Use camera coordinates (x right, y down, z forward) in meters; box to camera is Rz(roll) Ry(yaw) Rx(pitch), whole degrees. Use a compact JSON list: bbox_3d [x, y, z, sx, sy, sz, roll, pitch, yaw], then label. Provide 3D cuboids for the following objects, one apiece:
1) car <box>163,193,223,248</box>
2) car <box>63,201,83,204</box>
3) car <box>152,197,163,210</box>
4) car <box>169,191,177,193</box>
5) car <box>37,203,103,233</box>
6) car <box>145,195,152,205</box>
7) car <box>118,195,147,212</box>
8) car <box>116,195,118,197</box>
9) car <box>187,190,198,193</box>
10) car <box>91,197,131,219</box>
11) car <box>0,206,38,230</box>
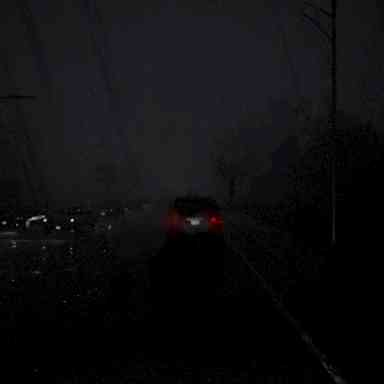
[{"bbox_3d":[0.114,1.207,14.753,2.150,2.045,5.566,0,0,0],"label":"car"},{"bbox_3d":[-10.560,1.497,29.427,1.812,1.442,4.674,0,0,0],"label":"car"},{"bbox_3d":[-3.364,1.371,41.277,2.128,1.511,4.902,0,1,0],"label":"car"},{"bbox_3d":[-3.379,0.602,58.762,2.033,1.411,5.357,0,3,0],"label":"car"},{"bbox_3d":[-7.081,1.581,19.824,1.895,1.301,4.718,0,0,0],"label":"car"},{"bbox_3d":[-6.962,1.142,48.798,1.994,1.385,4.181,0,3,0],"label":"car"},{"bbox_3d":[-7.004,1.477,38.787,2.033,1.411,5.357,0,1,1],"label":"car"},{"bbox_3d":[-10.505,1.407,38.759,1.882,1.535,5.008,0,1,1],"label":"car"},{"bbox_3d":[0.137,1.125,40.433,2.150,2.045,5.566,0,1,0],"label":"car"},{"bbox_3d":[-7.062,1.463,28.993,2.128,1.511,4.902,0,0,0],"label":"car"},{"bbox_3d":[-10.578,1.543,20.746,1.994,1.385,4.181,0,0,0],"label":"car"}]
